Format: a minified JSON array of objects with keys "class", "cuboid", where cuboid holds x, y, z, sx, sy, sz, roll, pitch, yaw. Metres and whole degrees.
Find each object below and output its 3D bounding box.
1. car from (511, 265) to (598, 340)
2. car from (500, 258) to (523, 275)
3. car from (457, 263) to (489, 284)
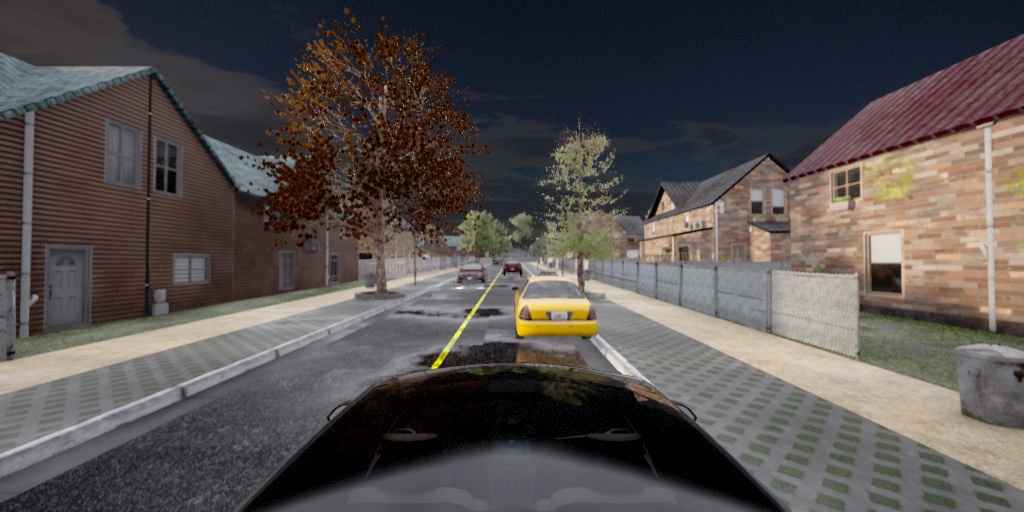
[{"class":"car","cuboid":[0.964,1.186,9.871,1.801,1.575,5.366,0,0,0]},{"class":"car","cuboid":[0.079,1.151,37.209,1.882,1.535,5.008,0,-1,1]},{"class":"car","cuboid":[-2.830,1.220,26.323,1.812,1.442,4.674,0,0,0]}]
